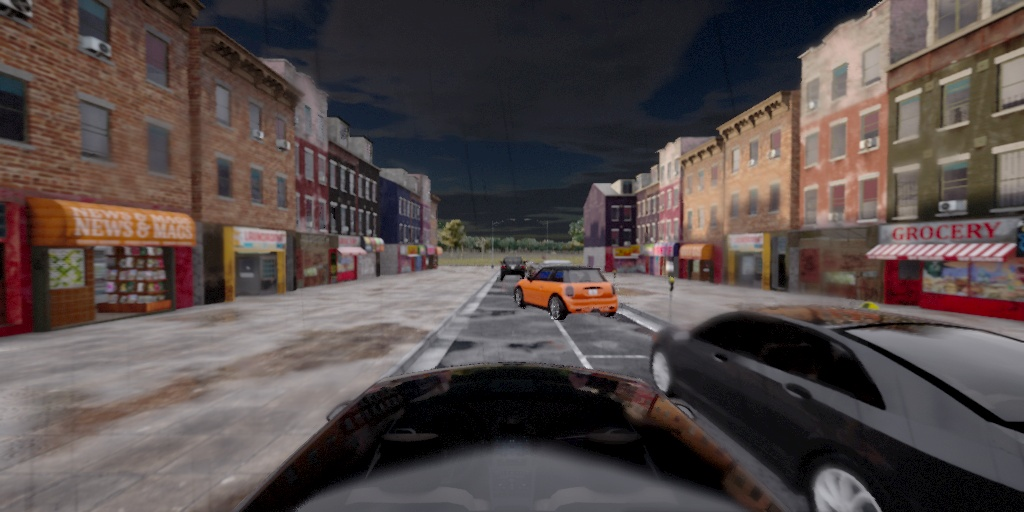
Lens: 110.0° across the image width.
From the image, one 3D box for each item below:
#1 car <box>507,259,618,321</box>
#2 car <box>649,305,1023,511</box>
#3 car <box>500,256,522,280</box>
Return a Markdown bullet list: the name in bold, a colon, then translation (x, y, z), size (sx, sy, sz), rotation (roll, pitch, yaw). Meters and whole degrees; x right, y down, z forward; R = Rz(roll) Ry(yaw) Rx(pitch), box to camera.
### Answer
- **car**: translation (1.715, 1.127, 12.944), size (2.097, 1.767, 4.553), rotation (0, 0, -21)
- **car**: translation (3.020, 1.258, 3.645), size (1.837, 1.490, 4.892), rotation (0, 0, 0)
- **car**: translation (0.077, 1.045, 32.693), size (2.150, 2.045, 5.566), rotation (0, 0, 0)
